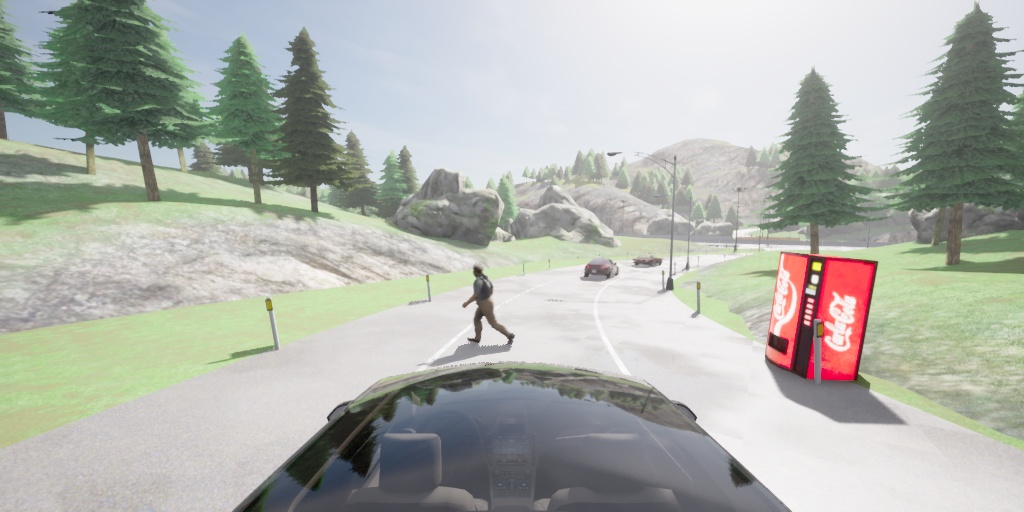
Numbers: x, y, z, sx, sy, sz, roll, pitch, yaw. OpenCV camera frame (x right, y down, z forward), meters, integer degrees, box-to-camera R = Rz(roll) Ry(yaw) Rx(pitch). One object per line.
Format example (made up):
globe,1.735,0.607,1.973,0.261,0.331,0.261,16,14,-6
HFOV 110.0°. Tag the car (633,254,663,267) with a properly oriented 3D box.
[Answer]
car,15.248,0.464,39.943,1.895,1.301,4.718,4,5,40

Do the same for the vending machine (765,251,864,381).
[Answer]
vending machine,5.229,0.963,6.372,1.100,2.100,0.880,0,0,6

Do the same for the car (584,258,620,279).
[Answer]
car,6.882,0.869,27.345,1.812,1.442,4.674,3,2,27

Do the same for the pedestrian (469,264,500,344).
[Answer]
pedestrian,-0.607,1.008,7.706,0.375,1.860,0.375,-4,5,7
